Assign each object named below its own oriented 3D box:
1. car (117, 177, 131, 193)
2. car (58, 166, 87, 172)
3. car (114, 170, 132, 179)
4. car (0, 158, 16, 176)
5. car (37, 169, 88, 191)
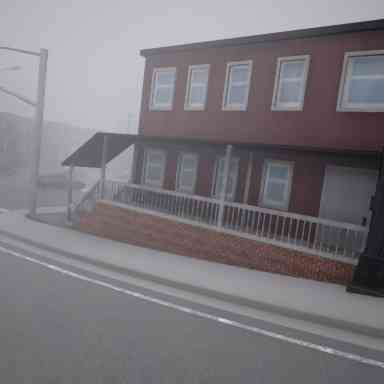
[{"bbox_3d":[-4.474,-0.327,31.140,1.895,1.301,4.718,10,6,35],"label":"car"},{"bbox_3d":[-14.941,-2.474,40.595,1.812,1.442,4.674,10,6,36],"label":"car"},{"bbox_3d":[-9.169,-2.469,48.568,1.812,1.442,4.674,10,6,35],"label":"car"},{"bbox_3d":[-20.240,-2.653,33.257,2.097,1.767,4.553,10,6,36],"label":"car"},{"bbox_3d":[-11.122,-0.878,27.847,1.994,1.385,4.181,10,6,35],"label":"car"}]
